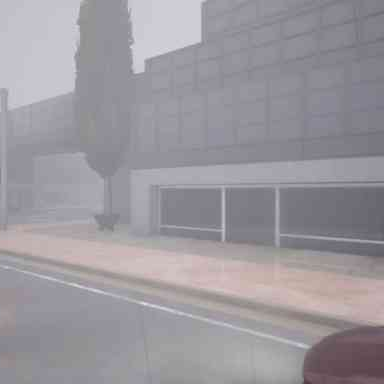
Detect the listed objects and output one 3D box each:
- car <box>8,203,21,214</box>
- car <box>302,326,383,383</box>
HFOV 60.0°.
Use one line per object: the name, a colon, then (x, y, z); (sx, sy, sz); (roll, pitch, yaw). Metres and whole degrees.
car: (-19.515, 1.599, 32.598); (1.895, 1.301, 4.718); (0, 0, 36)
car: (3.007, 1.526, 1.834); (4.674, 1.442, 1.812); (0, 0, 35)
